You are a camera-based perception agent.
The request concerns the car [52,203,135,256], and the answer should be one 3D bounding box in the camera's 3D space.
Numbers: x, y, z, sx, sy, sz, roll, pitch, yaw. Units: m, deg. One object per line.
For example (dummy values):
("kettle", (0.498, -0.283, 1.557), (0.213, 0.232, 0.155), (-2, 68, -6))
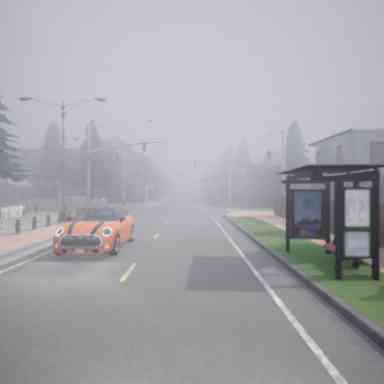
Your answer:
("car", (-3.572, 1.293, 12.852), (2.097, 1.767, 4.553), (0, 0, 0))
